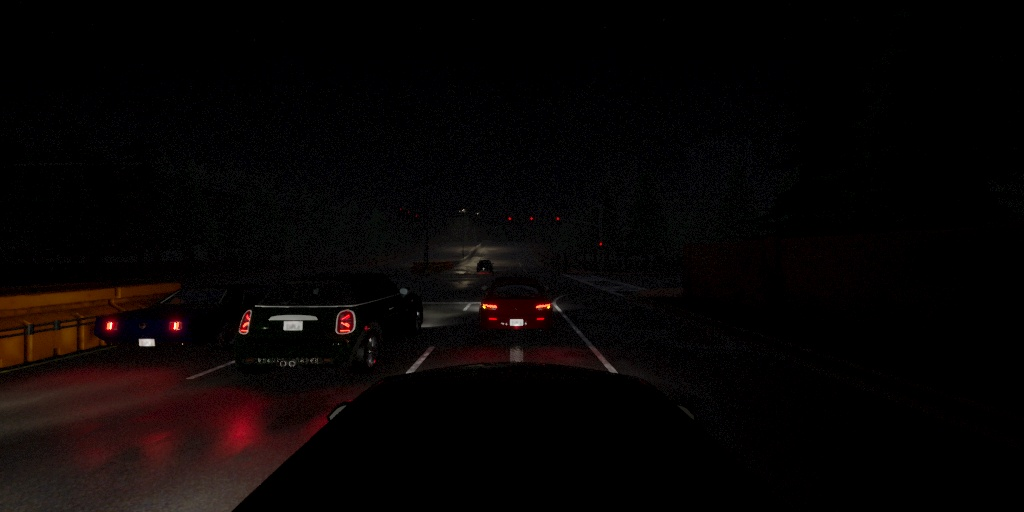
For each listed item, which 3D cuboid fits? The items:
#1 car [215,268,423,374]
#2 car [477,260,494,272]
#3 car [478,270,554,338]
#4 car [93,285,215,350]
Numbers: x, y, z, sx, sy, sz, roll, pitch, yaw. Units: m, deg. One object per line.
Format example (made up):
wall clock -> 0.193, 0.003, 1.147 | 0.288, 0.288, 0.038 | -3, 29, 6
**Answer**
car -> -3.399, 1.102, 7.690 | 2.097, 1.767, 4.553 | 0, 0, 0
car -> -3.403, 1.255, 45.474 | 1.837, 1.490, 4.892 | 0, 0, 0
car -> 0.099, 1.276, 10.079 | 1.812, 1.442, 4.674 | 0, 0, 0
car -> -6.900, 1.351, 9.004 | 1.895, 1.301, 4.718 | 0, 0, 0
